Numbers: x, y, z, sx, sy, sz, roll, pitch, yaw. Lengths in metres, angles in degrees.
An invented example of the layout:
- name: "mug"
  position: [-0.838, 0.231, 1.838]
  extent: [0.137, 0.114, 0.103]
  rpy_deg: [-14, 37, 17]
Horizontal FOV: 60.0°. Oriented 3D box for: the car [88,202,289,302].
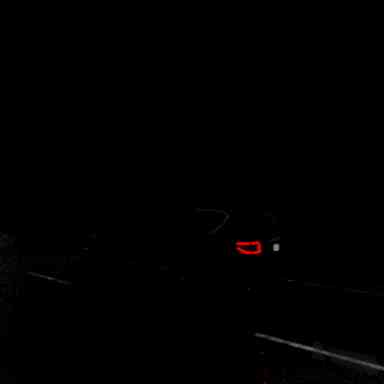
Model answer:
- name: "car"
  position: [-0.338, 1.285, 8.675]
  extent: [5.566, 2.045, 2.150]
  rpy_deg: [-1, 0, 37]
